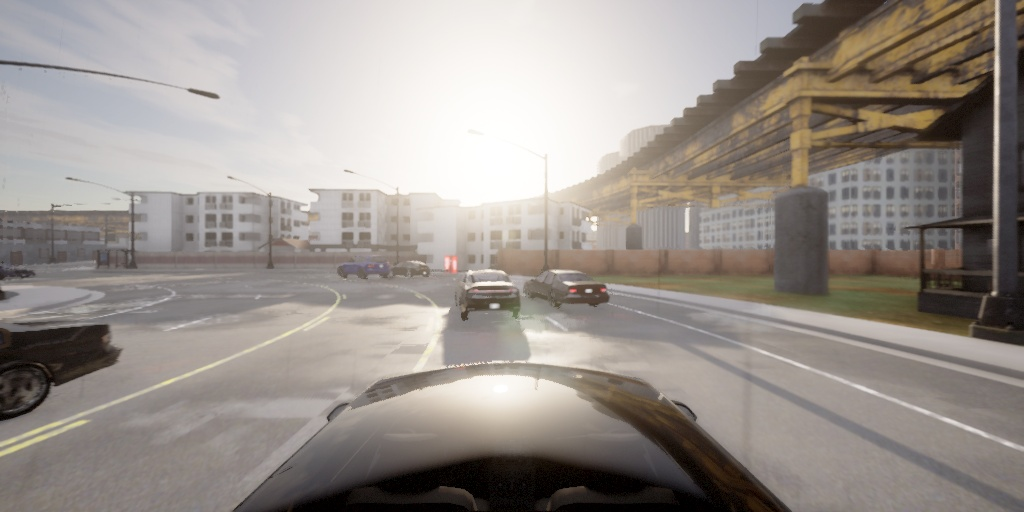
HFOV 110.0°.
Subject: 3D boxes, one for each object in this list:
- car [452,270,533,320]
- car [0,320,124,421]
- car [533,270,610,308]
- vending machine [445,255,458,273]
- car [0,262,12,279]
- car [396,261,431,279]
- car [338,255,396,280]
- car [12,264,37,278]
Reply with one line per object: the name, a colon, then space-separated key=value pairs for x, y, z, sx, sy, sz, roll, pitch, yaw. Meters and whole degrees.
car: x=-1.004 y=1.225 z=12.678 sx=2.128 sy=1.511 sz=4.902 roll=0 pitch=0 yaw=-12
car: x=-6.990 y=1.295 z=3.097 sx=2.033 sy=1.411 sz=5.357 roll=0 pitch=0 yaw=1
car: x=2.042 y=1.277 z=15.093 sx=2.033 sy=1.411 sz=5.357 roll=0 pitch=0 yaw=-16
vending machine: x=-6.391 y=0.890 z=37.756 sx=0.880 sy=2.100 sz=1.100 roll=0 pitch=0 yaw=39
car: x=-42.110 y=1.204 z=27.291 sx=4.902 sy=1.511 sz=2.128 roll=0 pitch=0 yaw=2
car: x=-9.319 y=1.207 z=32.435 sx=4.892 sy=1.490 sz=1.837 roll=0 pitch=-1 yaw=42
car: x=-12.731 y=0.927 z=30.841 sx=5.566 sy=2.045 sz=2.150 roll=0 pitch=0 yaw=38
car: x=-44.570 y=1.254 z=30.885 sx=5.357 sy=1.411 sz=2.033 roll=0 pitch=0 yaw=2
